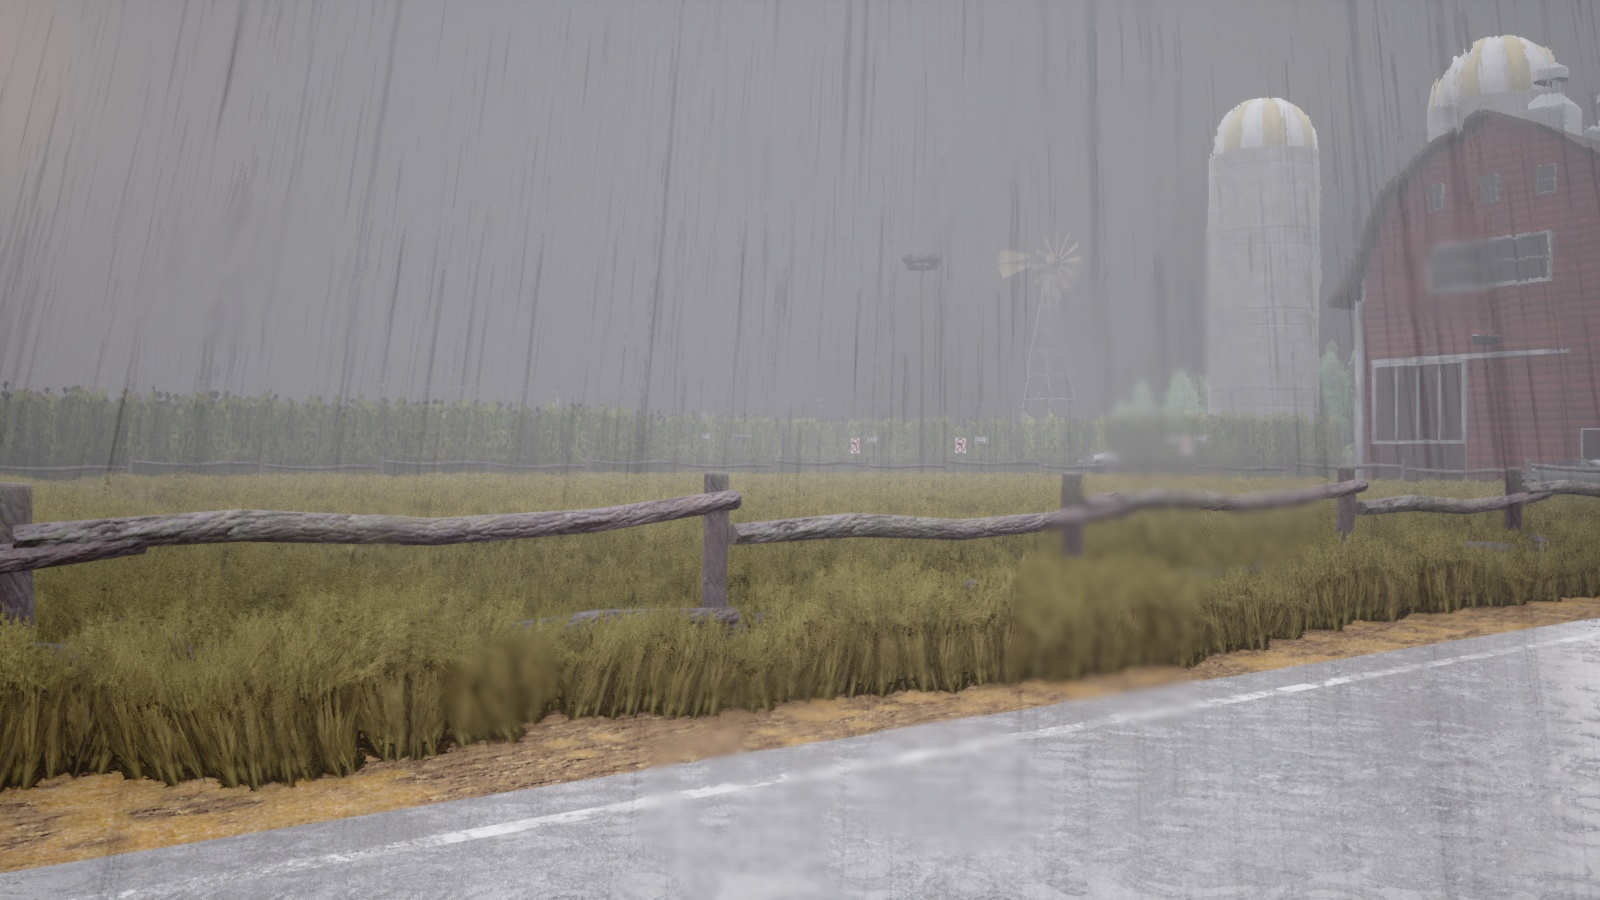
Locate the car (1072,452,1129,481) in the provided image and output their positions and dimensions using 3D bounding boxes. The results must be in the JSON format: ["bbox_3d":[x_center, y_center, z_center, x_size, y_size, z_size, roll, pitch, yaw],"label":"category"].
[{"bbox_3d":[16.086,0.853,67.425,1.882,1.535,5.008,0,0,0],"label":"car"}]

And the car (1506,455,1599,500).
[{"bbox_3d":[24.976,0.852,39.728,1.994,1.385,4.181,0,0,-39],"label":"car"}]
